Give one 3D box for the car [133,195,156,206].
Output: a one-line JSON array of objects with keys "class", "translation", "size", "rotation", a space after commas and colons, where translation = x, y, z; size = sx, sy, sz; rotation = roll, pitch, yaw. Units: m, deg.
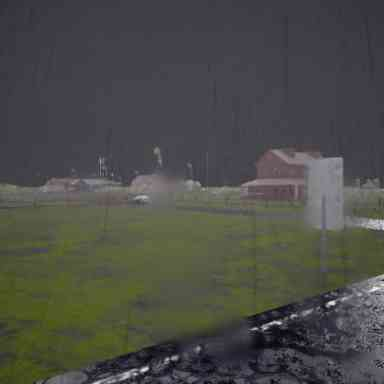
[{"class": "car", "translation": [-6.893, 1.162, 47.346], "size": [1.812, 1.442, 4.674], "rotation": [0, 0, -35]}]
